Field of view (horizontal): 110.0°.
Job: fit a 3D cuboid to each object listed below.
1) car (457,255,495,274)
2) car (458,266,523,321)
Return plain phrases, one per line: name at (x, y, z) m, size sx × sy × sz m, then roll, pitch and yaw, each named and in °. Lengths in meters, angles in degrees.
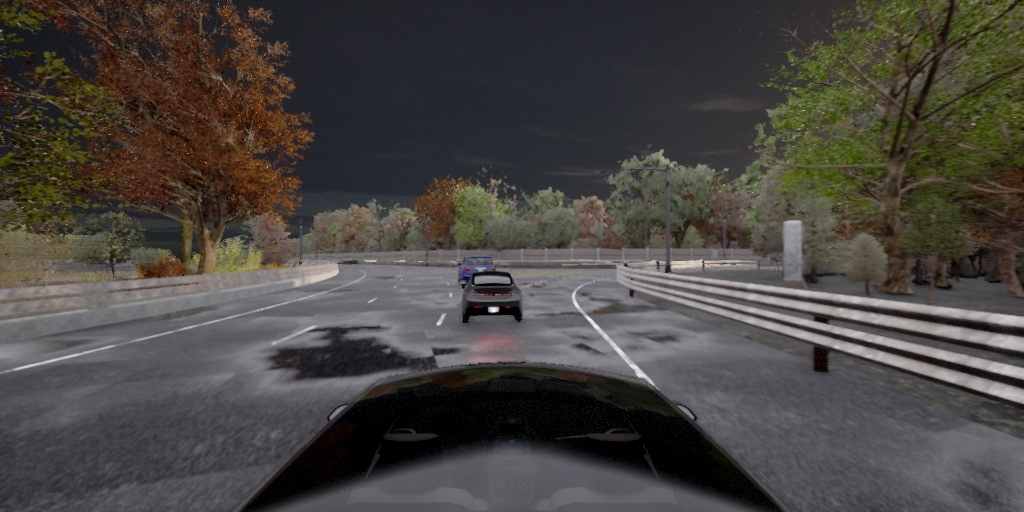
car at (-2.381, 0.986, 23.827) m, size 2.150 × 2.045 × 5.566 m, roll 0°, pitch 0°, yaw -12°
car at (-0.760, 1.260, 12.489) m, size 1.837 × 1.490 × 4.892 m, roll 0°, pitch 0°, yaw -6°
